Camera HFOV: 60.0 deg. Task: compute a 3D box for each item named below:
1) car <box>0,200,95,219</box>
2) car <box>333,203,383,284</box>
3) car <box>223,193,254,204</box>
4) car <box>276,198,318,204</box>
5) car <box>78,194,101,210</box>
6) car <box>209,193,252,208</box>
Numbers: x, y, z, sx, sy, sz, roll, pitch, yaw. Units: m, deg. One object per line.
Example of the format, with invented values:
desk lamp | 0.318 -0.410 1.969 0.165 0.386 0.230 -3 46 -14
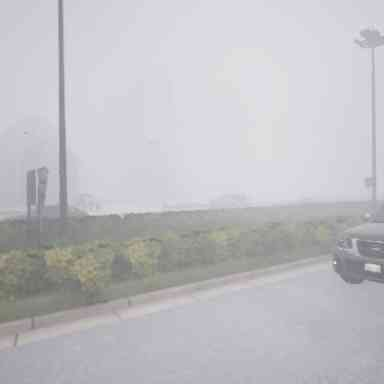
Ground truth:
car | -8.447 1.449 19.114 4.892 1.490 1.837 -1 1 -36
car | 5.779 1.094 8.082 5.566 2.045 2.150 -1 0 -35
car | 7.401 0.975 53.112 2.242 1.667 4.611 -1 1 -36
car | 10.501 1.227 32.185 4.718 1.301 1.895 -1 0 -20
car | -12.220 1.142 38.936 1.905 1.878 3.866 -1 1 -36
car | 3.800 0.997 34.159 1.932 1.855 4.605 -1 1 -36
